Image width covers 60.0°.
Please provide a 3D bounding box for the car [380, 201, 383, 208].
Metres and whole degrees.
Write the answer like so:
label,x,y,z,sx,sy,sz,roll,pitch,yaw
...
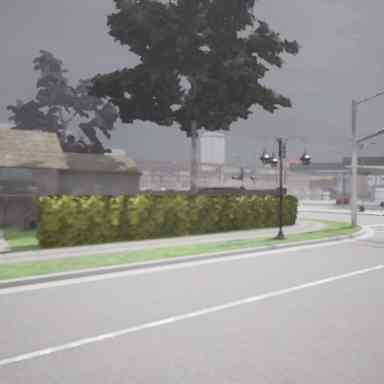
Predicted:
label,x,y,z,sx,sy,sz,roll,pitch,yaw
car,30.842,1.569,49.960,2.242,1.667,4.611,0,0,-34
